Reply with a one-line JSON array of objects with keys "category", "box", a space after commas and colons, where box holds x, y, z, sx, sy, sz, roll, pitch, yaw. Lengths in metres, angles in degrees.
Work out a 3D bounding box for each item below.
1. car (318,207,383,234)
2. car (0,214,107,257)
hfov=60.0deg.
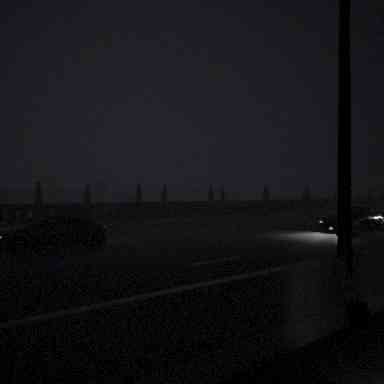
[{"category": "car", "box": [9.651, 1.574, 19.472, 5.357, 1.411, 2.033, 0, 0, -35]}, {"category": "car", "box": [-5.495, 1.566, 12.970, 4.181, 1.385, 1.994, 0, 0, -35]}]
